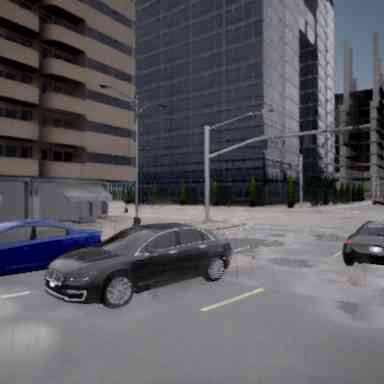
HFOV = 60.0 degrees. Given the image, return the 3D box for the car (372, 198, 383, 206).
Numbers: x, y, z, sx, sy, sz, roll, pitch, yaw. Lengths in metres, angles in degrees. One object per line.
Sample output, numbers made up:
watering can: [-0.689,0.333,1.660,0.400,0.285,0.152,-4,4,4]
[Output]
car: [35.307,1.939,62.960,1.895,1.301,4.718,0,0,36]

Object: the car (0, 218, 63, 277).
car: [-4.955,1.552,9.319,5.008,1.535,1.882,0,0,-41]

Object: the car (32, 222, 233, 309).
car: [-0.995,1.563,8.210,4.892,1.490,1.837,0,0,-44]

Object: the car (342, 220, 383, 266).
car: [6.497,1.626,11.109,1.994,1.385,4.181,0,-1,38]
